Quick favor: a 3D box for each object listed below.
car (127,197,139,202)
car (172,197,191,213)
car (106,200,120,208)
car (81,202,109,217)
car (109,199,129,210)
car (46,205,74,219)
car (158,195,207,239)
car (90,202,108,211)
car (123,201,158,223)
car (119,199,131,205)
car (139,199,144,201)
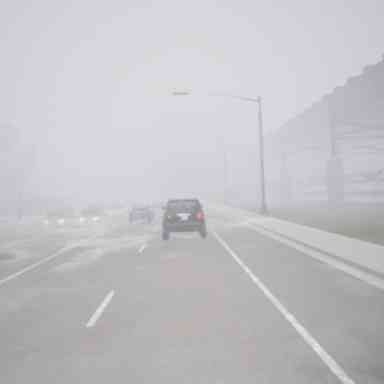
[{"bbox_3d":[-13.074,2.357,71.380,1.837,1.490,4.892,-2,0,-2],"label":"car"},{"bbox_3d":[-1.340,1.596,41.670,2.097,1.767,4.553,-2,0,-2],"label":"car"},{"bbox_3d":[-16.516,2.493,69.874,1.837,1.490,4.892,-2,0,-2],"label":"car"},{"bbox_3d":[-11.953,2.149,40.330,1.882,1.535,5.008,-2,-1,-2],"label":"car"},{"bbox_3d":[-12.518,2.370,56.562,1.895,1.301,4.718,-2,0,-2],"label":"car"},{"bbox_3d":[-15.409,2.285,39.098,1.882,1.535,5.008,-2,-1,-2],"label":"car"},{"bbox_3d":[-0.460,1.325,18.241,2.150,2.045,5.566,-2,0,-2],"label":"car"},{"bbox_3d":[-16.038,2.480,57.466,1.994,1.385,4.181,-2,0,-2],"label":"car"},{"bbox_3d":[-4.365,1.804,29.246,2.128,1.511,4.902,-2,0,-2],"label":"car"},{"bbox_3d":[-17.089,2.520,84.792,2.128,1.511,4.902,-2,0,-2],"label":"car"},{"bbox_3d":[-13.655,2.397,86.501,1.994,1.385,4.181,-2,0,-2],"label":"car"}]
